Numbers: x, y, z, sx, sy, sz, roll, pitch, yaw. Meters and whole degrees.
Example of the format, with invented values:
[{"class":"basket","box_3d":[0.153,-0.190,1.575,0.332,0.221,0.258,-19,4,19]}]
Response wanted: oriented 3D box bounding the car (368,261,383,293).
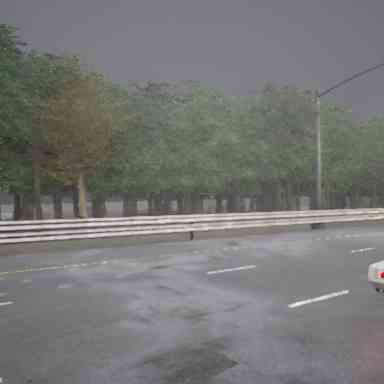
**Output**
[{"class":"car","box_3d":[6.153,1.740,7.507,4.718,1.301,1.895,0,-1,-32]}]
